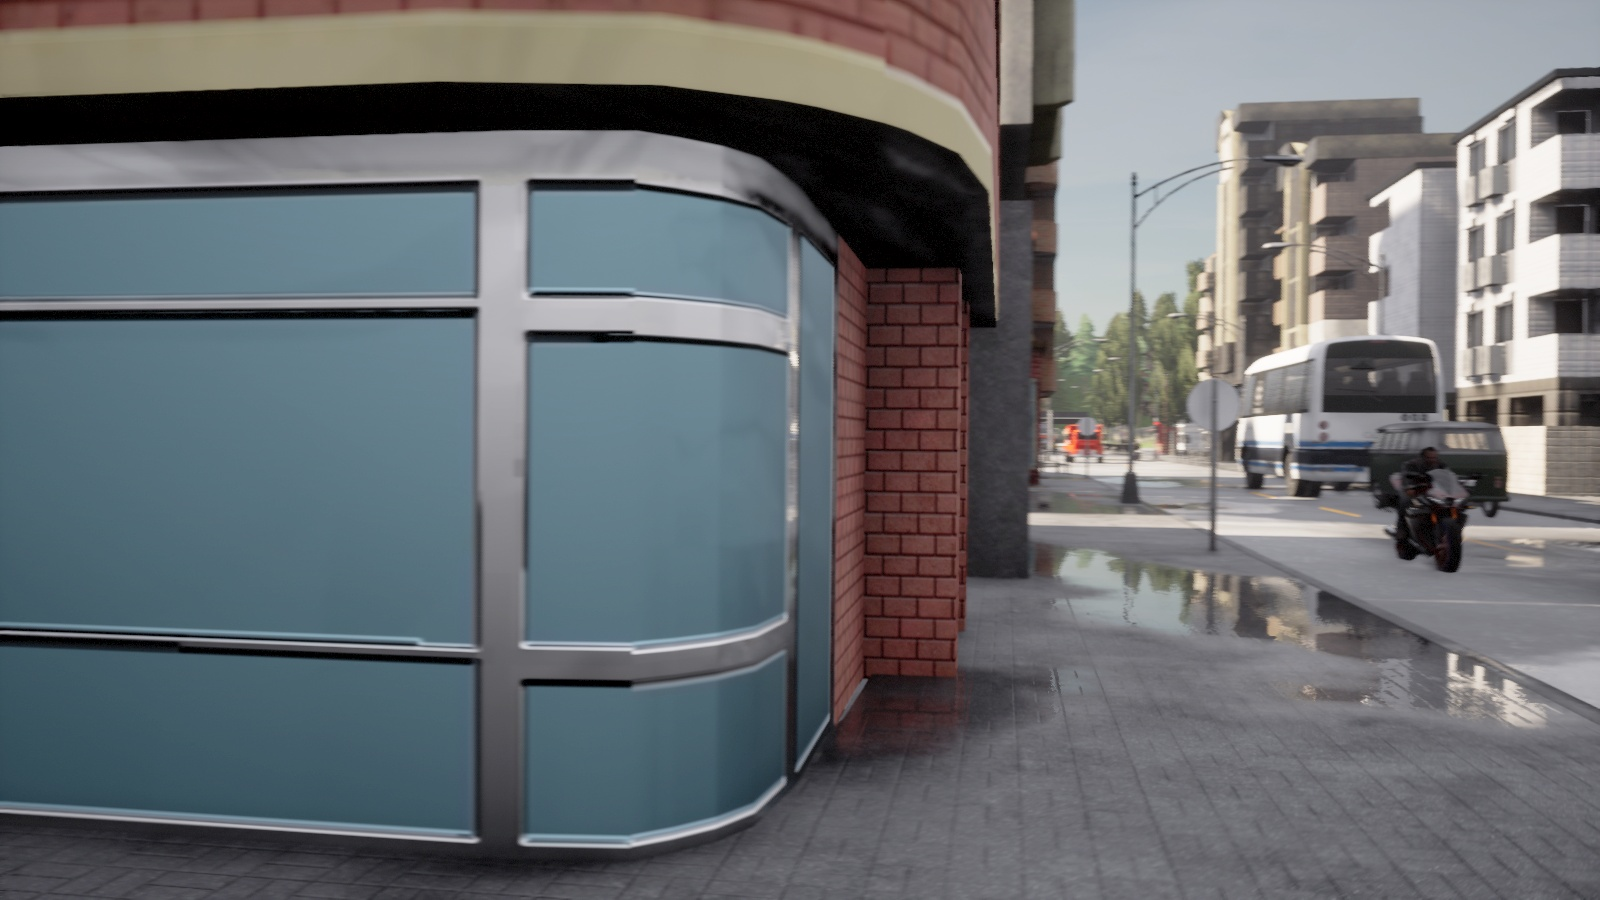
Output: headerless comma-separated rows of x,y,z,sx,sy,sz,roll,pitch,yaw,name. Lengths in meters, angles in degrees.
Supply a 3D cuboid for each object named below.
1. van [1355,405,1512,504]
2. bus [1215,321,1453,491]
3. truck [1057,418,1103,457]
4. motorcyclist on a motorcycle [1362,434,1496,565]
13.727,0.081,27.494,1.775,1.987,4.442,-1,0,9,van
15.248,-1.168,37.057,3.944,4.253,10.273,-1,1,8,bus
18.256,-0.806,82.116,2.627,2.467,5.204,-1,1,9,truck
7.830,0.567,15.750,0.866,1.530,2.191,-1,1,9,motorcyclist on a motorcycle
